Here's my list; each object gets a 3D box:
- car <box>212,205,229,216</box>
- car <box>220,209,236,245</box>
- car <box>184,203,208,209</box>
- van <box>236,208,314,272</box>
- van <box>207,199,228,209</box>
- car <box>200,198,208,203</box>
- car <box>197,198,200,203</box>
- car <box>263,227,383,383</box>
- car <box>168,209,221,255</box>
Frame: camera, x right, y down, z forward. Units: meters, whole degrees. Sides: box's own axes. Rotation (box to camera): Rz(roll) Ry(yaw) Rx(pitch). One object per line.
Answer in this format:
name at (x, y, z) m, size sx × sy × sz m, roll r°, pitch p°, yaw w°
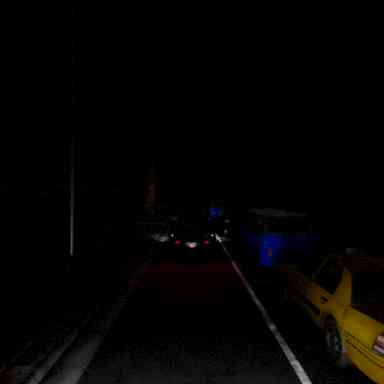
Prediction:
car at (2.655, 1.796, 21.785) m, size 2.008 × 1.369 × 4.403 m, roll 1°, pitch -1°, yaw 0°
car at (2.653, 1.748, 16.337) m, size 1.947 × 1.339 × 4.313 m, roll 1°, pitch -1°, yaw 0°
car at (0.017, 1.860, 27.543) m, size 2.033 × 1.411 × 5.357 m, roll 0°, pitch -1°, yaw 0°
van at (2.655, 1.461, 10.889) m, size 1.690 × 1.788 × 3.998 m, roll 1°, pitch -1°, yaw 0°
van at (2.661, 1.716, 32.686) m, size 1.690 × 1.788 × 3.998 m, roll 1°, pitch -1°, yaw 0°
car at (2.768, 2.157, 56.663) m, size 1.882 × 1.535 × 5.008 m, roll 0°, pitch -1°, yaw 0°
car at (2.670, 2.187, 70.830) m, size 2.192 × 1.841 × 5.009 m, roll 1°, pitch -1°, yaw 0°
car at (2.651, 1.588, 5.609) m, size 1.752 × 1.417 × 4.829 m, roll 1°, pitch -1°, yaw 0°
car at (0.026, 1.680, 13.902) m, size 1.812 × 1.442 × 4.674 m, roll 0°, pitch 0°, yaw 0°
